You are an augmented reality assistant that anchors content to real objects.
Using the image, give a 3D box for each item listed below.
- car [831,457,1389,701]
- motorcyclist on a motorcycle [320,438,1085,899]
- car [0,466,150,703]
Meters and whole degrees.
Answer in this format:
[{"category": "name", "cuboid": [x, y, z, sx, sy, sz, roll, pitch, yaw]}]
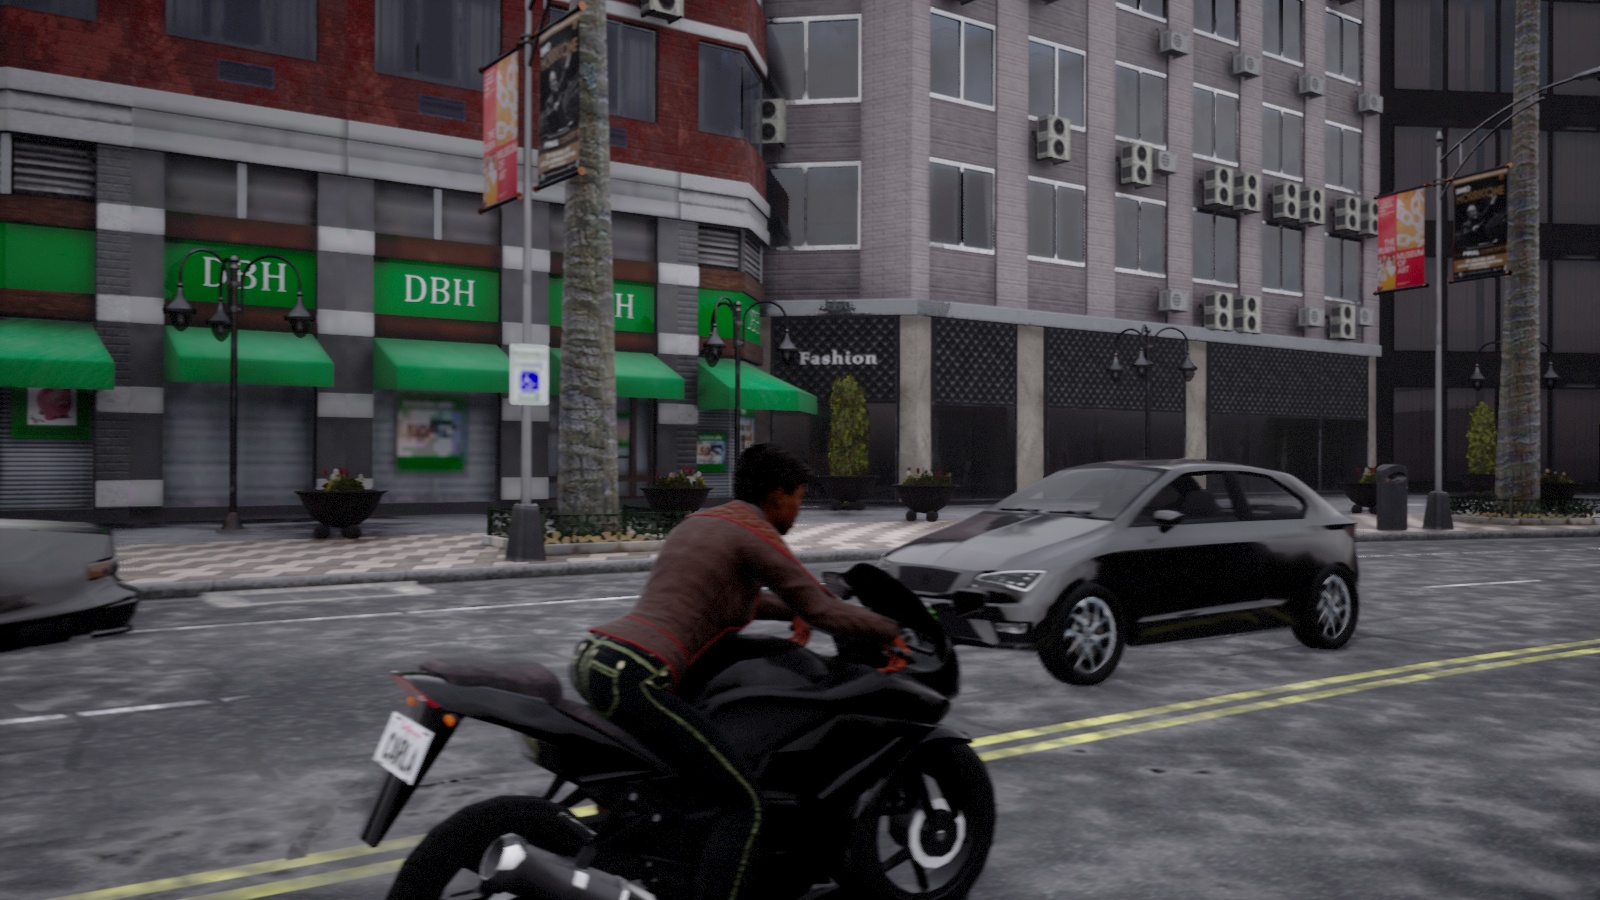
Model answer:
[{"category": "car", "cuboid": [2.461, 0.796, 9.560, 4.193, 1.474, 1.816, 0, 0, -35]}, {"category": "motorcyclist on a motorcycle", "cuboid": [-0.196, 0.740, 3.560, 2.044, 1.523, 0.797, 0, 0, -35]}, {"category": "car", "cuboid": [-6.939, 0.818, 7.313, 5.357, 1.411, 2.033, 0, 0, -36]}]
